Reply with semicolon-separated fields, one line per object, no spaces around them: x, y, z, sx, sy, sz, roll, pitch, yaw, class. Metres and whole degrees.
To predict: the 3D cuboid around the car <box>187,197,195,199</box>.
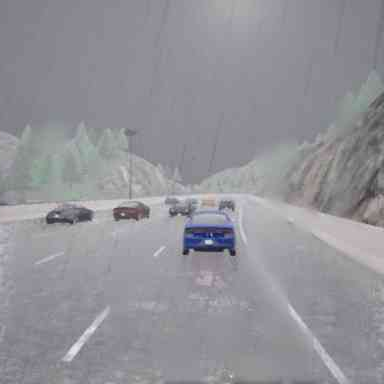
-0.157;1.638;58.993;1.994;1.385;4.181;0;0;8;car

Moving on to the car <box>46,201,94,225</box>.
-8.725;1.580;24.162;1.994;1.385;4.181;0;0;7;car

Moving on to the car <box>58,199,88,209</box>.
-16.368;1.633;46.050;1.895;1.301;4.718;0;0;9;car

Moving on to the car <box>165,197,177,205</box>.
-3.612;1.558;59.551;2.128;1.511;4.902;0;-1;8;car

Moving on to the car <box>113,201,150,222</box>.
-4.760;1.504;26.975;1.882;1.535;5.008;0;0;7;car

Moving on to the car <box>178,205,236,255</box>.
0.742;1.496;13.457;1.882;1.535;5.008;0;0;4;car

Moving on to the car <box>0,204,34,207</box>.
-20.791;1.580;40.071;1.994;1.385;4.181;0;0;9;car

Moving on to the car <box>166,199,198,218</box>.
-0.746;1.639;30.852;1.895;1.301;4.718;0;0;8;car

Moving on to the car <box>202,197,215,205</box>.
2.736;1.553;54.580;1.882;1.535;5.008;0;0;8;car

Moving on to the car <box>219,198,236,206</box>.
4.444;1.568;42.072;1.837;1.490;4.892;0;0;8;car
